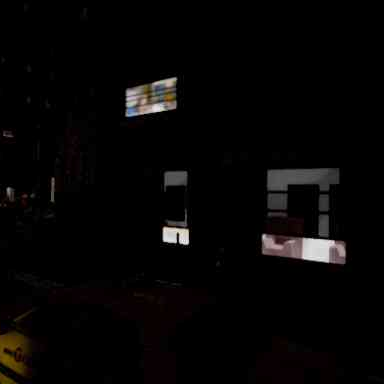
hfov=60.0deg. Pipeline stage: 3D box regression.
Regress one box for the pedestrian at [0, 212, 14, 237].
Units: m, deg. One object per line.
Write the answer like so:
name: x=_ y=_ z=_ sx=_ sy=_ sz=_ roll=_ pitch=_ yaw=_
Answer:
pedestrian: x=-8.424 y=1.087 z=15.167 sx=0.375 sy=1.860 sz=0.375 roll=1 pitch=0 yaw=35

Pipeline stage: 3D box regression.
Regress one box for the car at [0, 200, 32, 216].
car: x=-16.718 y=1.391 z=29.248 sx=1.752 sy=1.417 sz=4.829 roll=0 pitch=-1 yaw=35

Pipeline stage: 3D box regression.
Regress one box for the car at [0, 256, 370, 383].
car: x=-0.821 y=1.488 z=3.441 sx=4.829 sy=1.417 sz=1.752 roll=1 pitch=0 yaw=35
